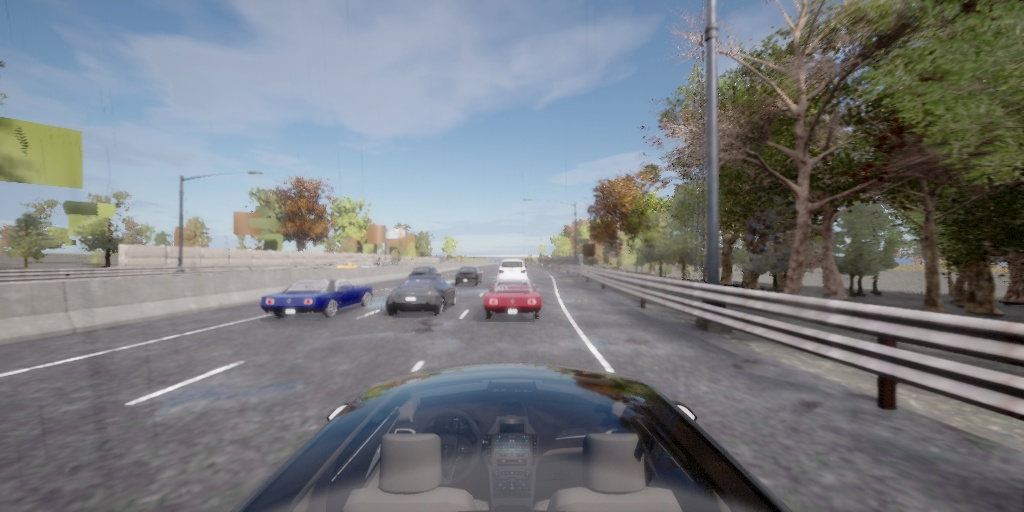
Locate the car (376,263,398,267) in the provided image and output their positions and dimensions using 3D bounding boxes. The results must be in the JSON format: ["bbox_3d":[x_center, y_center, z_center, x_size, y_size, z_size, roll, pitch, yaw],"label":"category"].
[{"bbox_3d":[-21.027,2.009,61.873,2.128,1.511,4.902,0,-1,1],"label":"car"}]

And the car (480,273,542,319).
[{"bbox_3d":[0.040,1.493,13.519,1.895,1.301,4.718,0,-1,0],"label":"car"}]

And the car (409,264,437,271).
[{"bbox_3d":[-6.955,1.591,29.154,1.837,1.490,4.892,0,0,0],"label":"car"}]

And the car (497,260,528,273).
[{"bbox_3d":[0.035,1.295,28.028,2.150,2.045,5.566,0,0,1],"label":"car"}]

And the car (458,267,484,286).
[{"bbox_3d":[-3.455,1.592,29.149,1.837,1.490,4.892,0,0,0],"label":"car"}]

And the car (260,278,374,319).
[{"bbox_3d":[-6.960,1.492,13.525,1.895,1.301,4.718,0,-1,0],"label":"car"}]

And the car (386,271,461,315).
[{"bbox_3d":[-3.453,1.466,14.315,1.994,1.385,4.181,0,-1,1],"label":"car"}]
